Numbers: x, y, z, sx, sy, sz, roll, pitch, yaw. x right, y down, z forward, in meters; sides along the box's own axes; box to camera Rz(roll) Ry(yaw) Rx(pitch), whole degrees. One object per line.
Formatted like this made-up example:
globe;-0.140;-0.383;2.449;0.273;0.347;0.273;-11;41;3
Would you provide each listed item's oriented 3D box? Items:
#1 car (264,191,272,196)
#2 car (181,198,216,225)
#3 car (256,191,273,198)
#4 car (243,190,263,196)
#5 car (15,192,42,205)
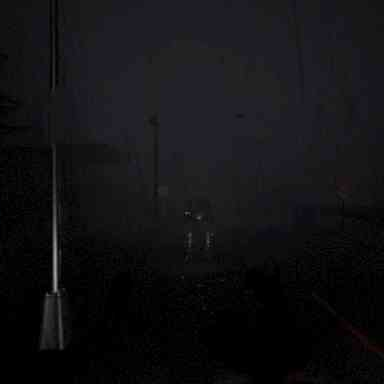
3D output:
car;15.738;0.384;71.937;1.853;1.218;4.536;1;1;30
car;0.415;1.155;21.073;2.128;1.511;4.902;0;1;0
car;15.764;0.541;71.985;2.038;1.542;4.974;1;1;30
car;12.968;0.289;72.331;3.633;1.501;1.845;0;1;11
car;-19.355;0.763;39.451;1.845;1.501;3.633;0;1;0
